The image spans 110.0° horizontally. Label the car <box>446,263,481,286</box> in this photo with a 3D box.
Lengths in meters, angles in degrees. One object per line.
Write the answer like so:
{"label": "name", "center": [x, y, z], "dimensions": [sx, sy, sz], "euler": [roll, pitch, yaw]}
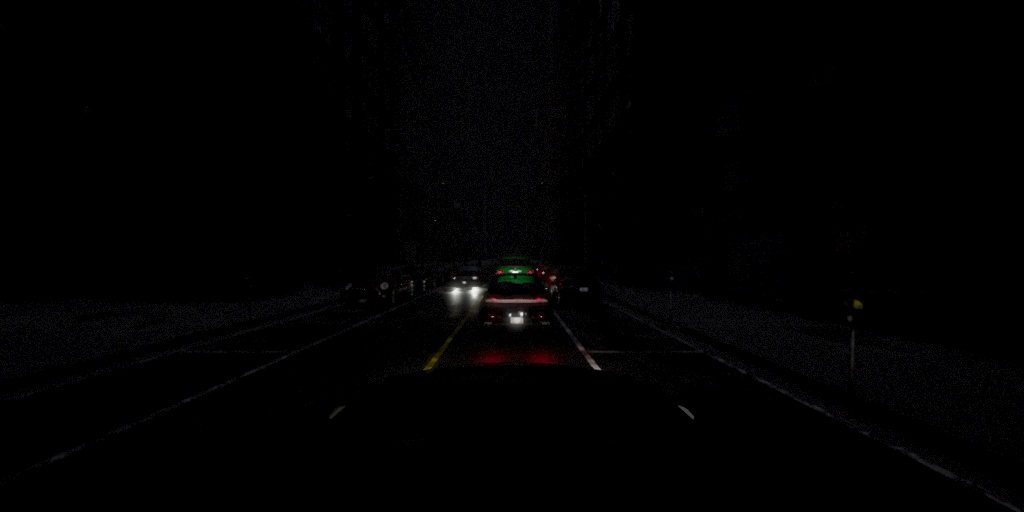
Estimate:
{"label": "car", "center": [-3.021, 1.325, 25.567], "dimensions": [2.033, 1.411, 5.357], "euler": [0, 0, 1]}

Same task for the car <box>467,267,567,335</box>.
{"label": "car", "center": [0.109, 1.250, 10.552], "dimensions": [2.128, 1.511, 4.902], "euler": [0, 0, 0]}

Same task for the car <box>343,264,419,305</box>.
{"label": "car", "center": [-5.751, 1.205, 15.852], "dimensions": [1.967, 1.591, 4.097], "euler": [0, 0, 0]}

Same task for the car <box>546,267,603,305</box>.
{"label": "car", "center": [2.775, 1.331, 15.843], "dimensions": [1.948, 1.339, 4.313], "euler": [0, 0, 0]}

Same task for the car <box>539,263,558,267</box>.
{"label": "car", "center": [2.781, 1.317, 21.348], "dimensions": [1.888, 1.381, 4.507], "euler": [0, 0, 0]}

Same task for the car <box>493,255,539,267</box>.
{"label": "car", "center": [0.120, 0.992, 20.498], "dimensions": [2.150, 2.045, 5.566], "euler": [0, 0, -1]}

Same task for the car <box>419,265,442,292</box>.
{"label": "car", "center": [-5.745, 1.337, 21.357], "dimensions": [1.948, 1.339, 4.313], "euler": [0, 0, 0]}

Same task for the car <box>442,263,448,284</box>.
{"label": "car", "center": [-5.739, 1.329, 26.862], "dimensions": [2.007, 1.370, 4.403], "euler": [0, 0, 0]}
